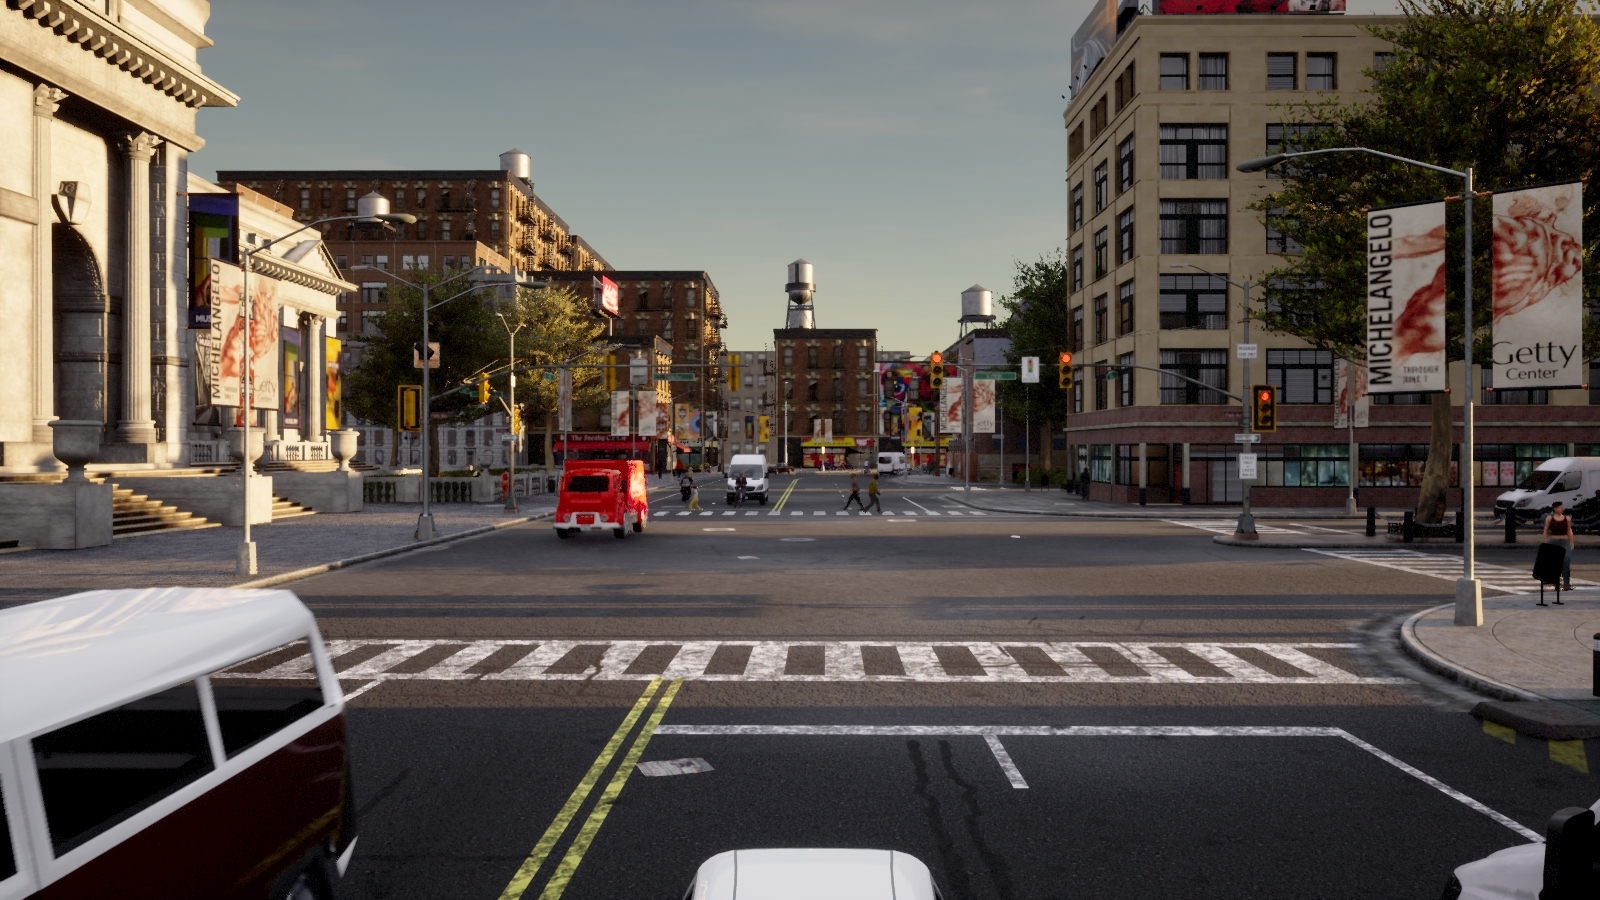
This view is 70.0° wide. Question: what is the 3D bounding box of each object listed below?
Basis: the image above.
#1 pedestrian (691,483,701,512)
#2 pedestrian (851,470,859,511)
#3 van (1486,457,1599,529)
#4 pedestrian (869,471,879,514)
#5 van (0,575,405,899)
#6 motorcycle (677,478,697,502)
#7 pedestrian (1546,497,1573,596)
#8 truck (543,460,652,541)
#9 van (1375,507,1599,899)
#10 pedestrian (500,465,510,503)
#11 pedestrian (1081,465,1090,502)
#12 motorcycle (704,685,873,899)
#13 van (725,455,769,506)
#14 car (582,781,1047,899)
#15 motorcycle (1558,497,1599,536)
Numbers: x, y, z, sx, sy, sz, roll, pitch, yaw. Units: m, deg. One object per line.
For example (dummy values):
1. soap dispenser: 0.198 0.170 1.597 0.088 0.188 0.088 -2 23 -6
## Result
1. pedestrian: -4.656 2.128 50.993 0.375 1.300 0.375 0 0 5
2. pedestrian: 2.499 1.848 51.896 0.375 1.860 0.375 0 0 7
3. van: 28.485 1.534 41.518 5.915 2.561 1.988 0 0 1
4. pedestrian: 3.219 1.849 49.686 0.375 1.860 0.375 0 0 1
5. van: -3.470 1.782 4.734 2.069 2.038 4.480 0 0 1
6. motorcycle: -6.217 2.205 62.895 0.867 1.251 2.209 0 0 1
7. pedestrian: 14.596 1.848 21.964 0.375 1.860 0.375 0 0 24
8. truck: -6.549 1.570 37.628 2.627 2.467 5.204 0 0 1
9. van: 3.538 1.534 2.141 1.988 2.561 5.915 0 0 1
10. pedestrian: -14.690 1.697 56.917 0.375 1.860 0.375 0 0 8
11. pedestrian: 14.507 1.696 57.995 0.375 1.860 0.375 0 0 0
12. motorcycle: -0.047 2.182 6.691 0.856 1.236 1.805 0 0 1
13. van: -2.739 1.534 60.689 1.988 2.561 5.915 0 0 1
14. car: 0.047 2.120 3.817 1.481 1.376 2.207 0 0 0
15. motorcycle: 26.649 2.205 38.041 2.209 1.251 0.867 0 0 1
